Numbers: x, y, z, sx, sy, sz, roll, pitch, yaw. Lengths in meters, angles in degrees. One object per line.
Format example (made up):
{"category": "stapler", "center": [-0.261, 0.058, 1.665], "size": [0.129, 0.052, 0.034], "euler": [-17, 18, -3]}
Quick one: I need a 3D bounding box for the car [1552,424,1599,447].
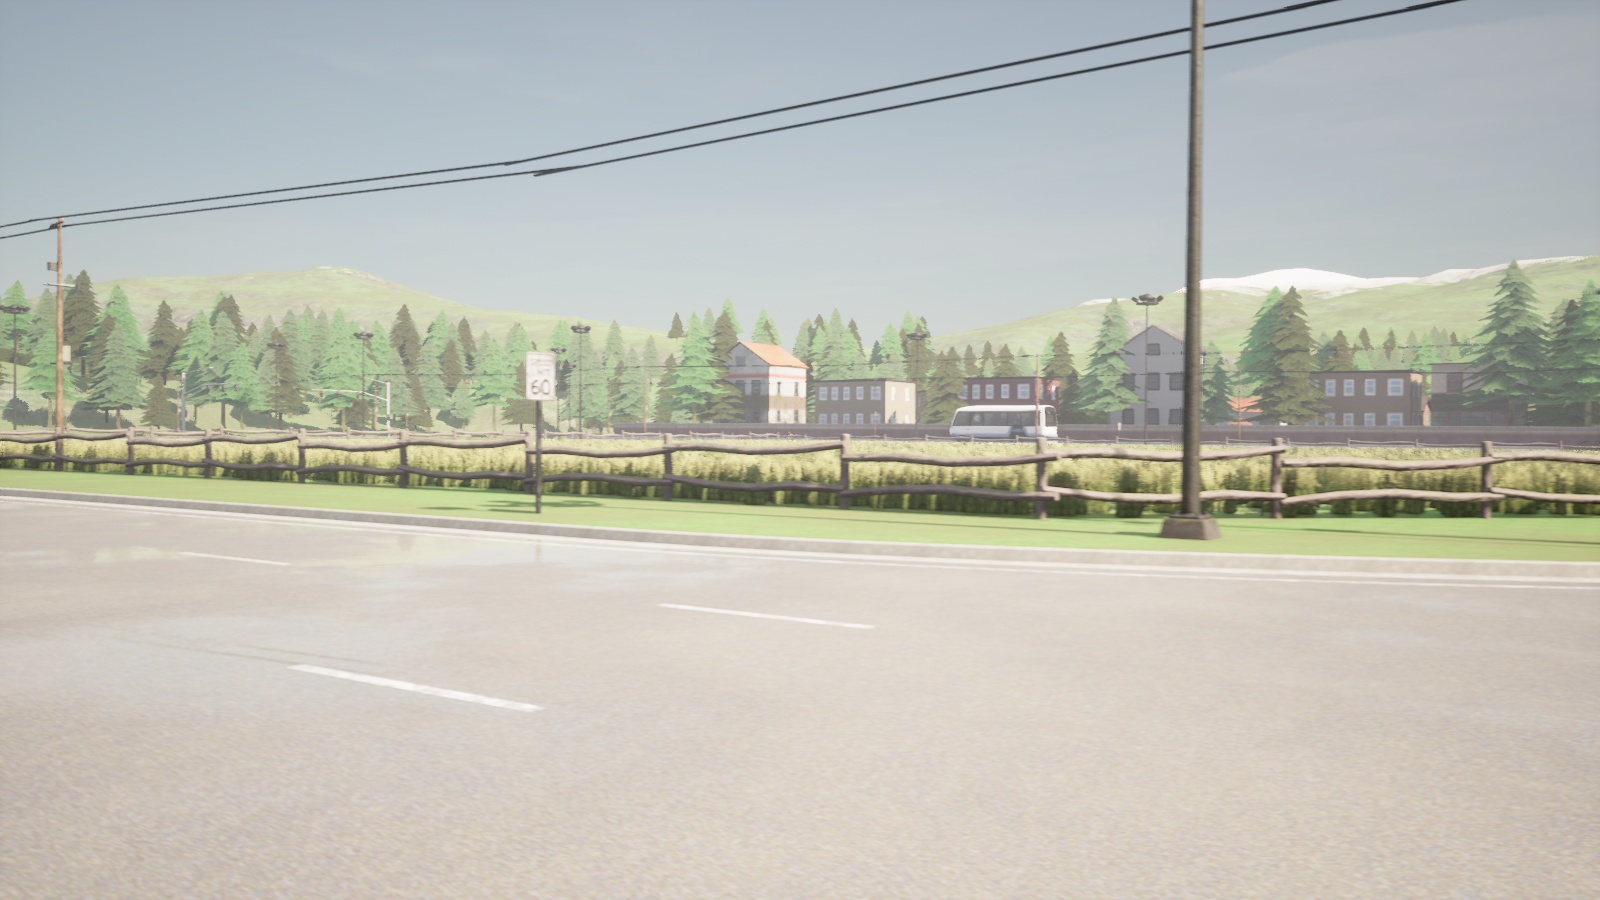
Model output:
{"category": "car", "center": [53.077, -0.951, 84.100], "size": [4.514, 1.525, 2.007], "euler": [0, 1, 34]}
